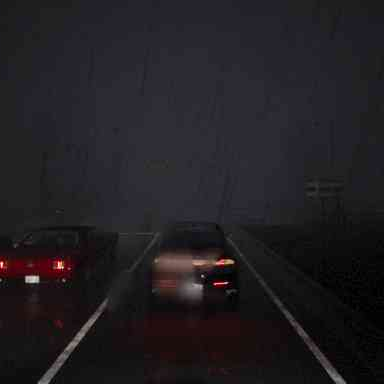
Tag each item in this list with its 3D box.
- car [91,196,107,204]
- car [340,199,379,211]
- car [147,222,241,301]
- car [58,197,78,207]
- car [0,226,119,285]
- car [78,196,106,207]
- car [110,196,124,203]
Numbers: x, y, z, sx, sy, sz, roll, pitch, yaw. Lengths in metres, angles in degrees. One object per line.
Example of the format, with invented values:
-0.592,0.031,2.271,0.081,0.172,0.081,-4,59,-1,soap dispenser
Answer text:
-18.482,1.525,66.393,1.812,1.442,4.674,0,0,0,car
19.729,1.564,39.419,4.181,1.385,1.994,0,0,-1,car
0.060,1.492,8.329,2.128,1.511,4.902,0,0,0,car
-18.566,1.477,50.200,1.882,1.535,5.008,0,0,0,car
-3.432,1.601,9.415,1.895,1.301,4.718,0,0,0,car
-15.064,1.352,50.370,2.097,1.767,4.553,0,0,0,car
-14.997,1.564,66.525,1.994,1.385,4.181,0,0,0,car
